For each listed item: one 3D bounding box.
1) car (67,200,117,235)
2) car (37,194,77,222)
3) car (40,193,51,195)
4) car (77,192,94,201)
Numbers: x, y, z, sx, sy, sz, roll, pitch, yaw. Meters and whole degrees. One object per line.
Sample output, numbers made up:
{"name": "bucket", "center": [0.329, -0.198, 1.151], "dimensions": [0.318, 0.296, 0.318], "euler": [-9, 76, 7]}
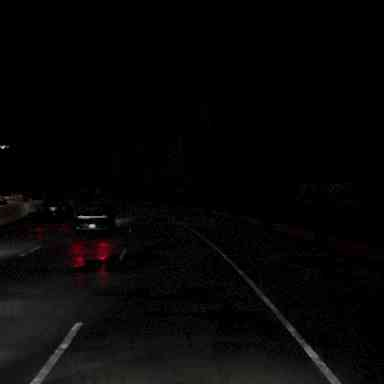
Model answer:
{"name": "car", "center": [-5.308, 1.435, 18.627], "dimensions": [2.128, 1.511, 4.902], "euler": [0, 0, -10]}
{"name": "car", "center": [-10.564, 1.279, 26.050], "dimensions": [2.097, 1.767, 4.553], "euler": [0, 0, -14]}
{"name": "car", "center": [-35.737, 0.949, 80.897], "dimensions": [4.553, 1.767, 2.097], "euler": [0, 0, 41]}
{"name": "car", "center": [-21.703, 1.025, 67.066], "dimensions": [2.150, 2.045, 5.566], "euler": [0, 0, -37]}
